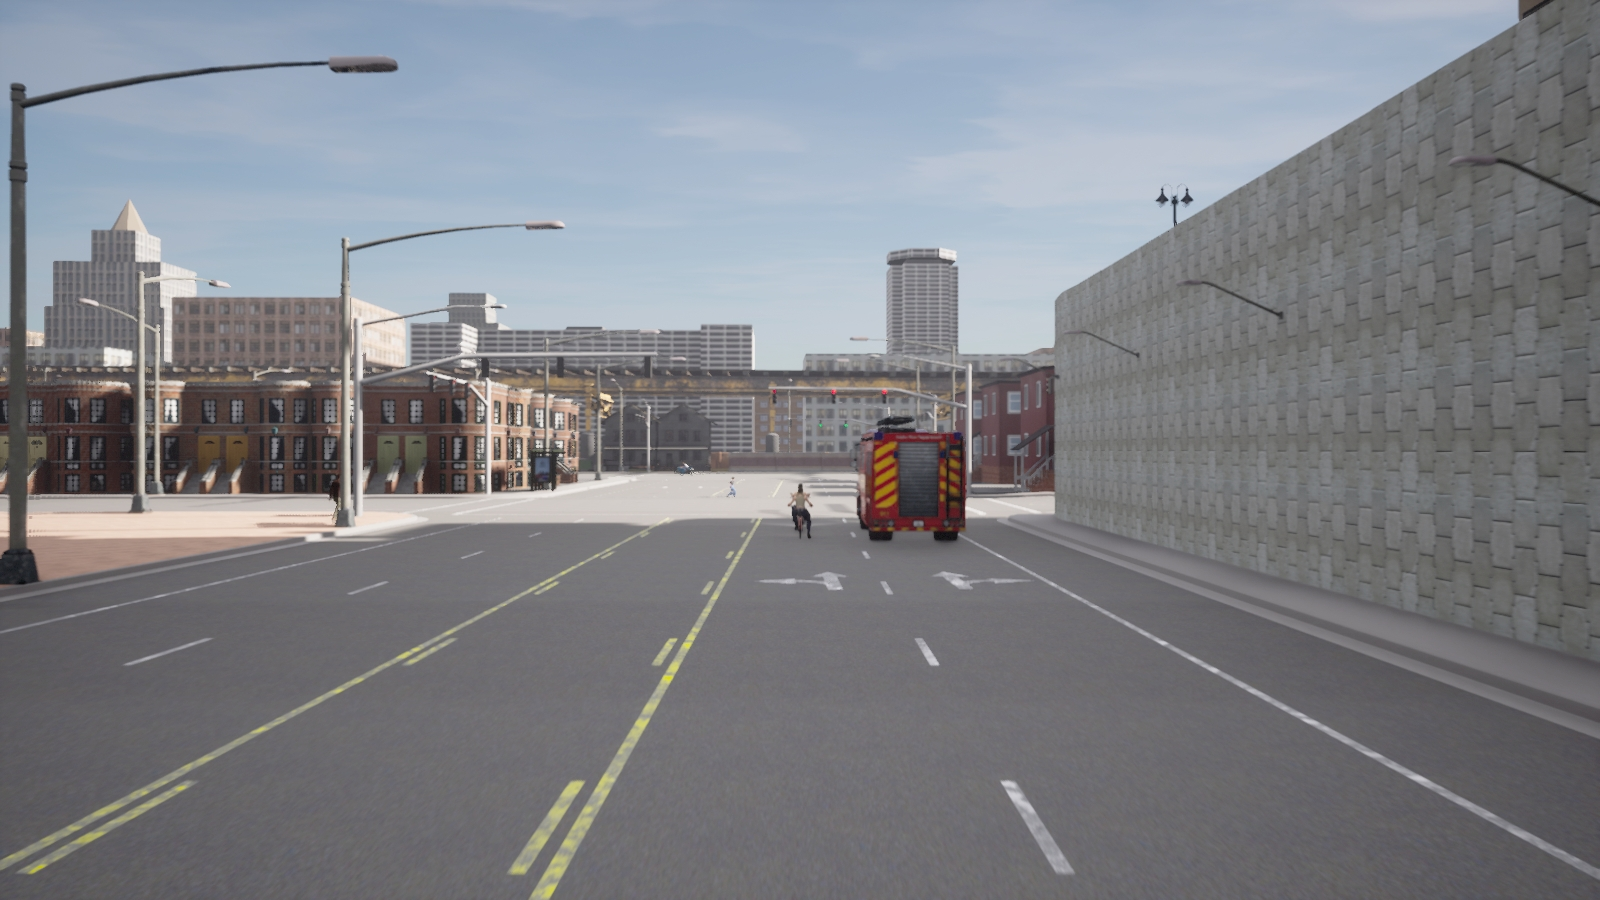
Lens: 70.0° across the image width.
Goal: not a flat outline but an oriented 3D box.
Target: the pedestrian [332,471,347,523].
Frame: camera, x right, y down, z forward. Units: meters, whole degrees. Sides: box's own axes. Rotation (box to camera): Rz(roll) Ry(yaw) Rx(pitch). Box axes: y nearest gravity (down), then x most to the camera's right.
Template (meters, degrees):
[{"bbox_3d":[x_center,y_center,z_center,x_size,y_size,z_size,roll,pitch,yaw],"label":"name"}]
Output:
[{"bbox_3d":[-16.552,1.697,41.081,0.375,1.860,0.375,0,0,12],"label":"pedestrian"}]

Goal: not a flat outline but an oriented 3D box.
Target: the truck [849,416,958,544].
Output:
[{"bbox_3d":[3.259,0.891,38.233,2.891,3.827,8.468,0,0,0],"label":"truck"}]

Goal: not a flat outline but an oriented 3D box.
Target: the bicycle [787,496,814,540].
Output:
[{"bbox_3d":[0.010,2.145,36.411,0.859,1.301,1.487,0,0,0],"label":"bicycle"}]

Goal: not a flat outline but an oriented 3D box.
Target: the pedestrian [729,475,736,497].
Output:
[{"bbox_3d":[-3.999,2.129,67.315,0.375,1.300,0.375,0,0,1],"label":"pedestrian"}]
